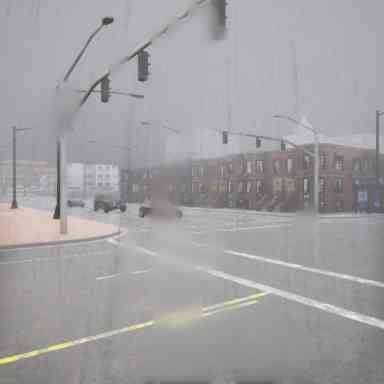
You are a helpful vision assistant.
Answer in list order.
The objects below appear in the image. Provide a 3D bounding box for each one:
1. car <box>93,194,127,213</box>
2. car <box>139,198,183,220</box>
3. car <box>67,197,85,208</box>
[{"bbox_3d":[-9.346,1.224,37.521,2.150,2.045,5.566,0,0,-36],"label":"car"},{"bbox_3d":[-2.699,1.352,28.273,2.097,1.767,4.553,0,0,-35],"label":"car"},{"bbox_3d":[-17.045,1.526,48.273,1.812,1.442,4.674,0,0,-36],"label":"car"}]
